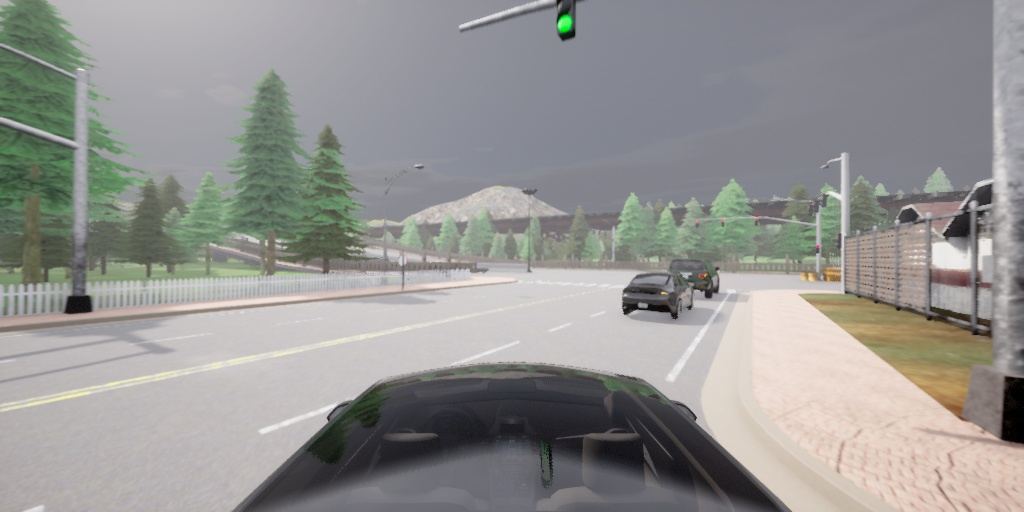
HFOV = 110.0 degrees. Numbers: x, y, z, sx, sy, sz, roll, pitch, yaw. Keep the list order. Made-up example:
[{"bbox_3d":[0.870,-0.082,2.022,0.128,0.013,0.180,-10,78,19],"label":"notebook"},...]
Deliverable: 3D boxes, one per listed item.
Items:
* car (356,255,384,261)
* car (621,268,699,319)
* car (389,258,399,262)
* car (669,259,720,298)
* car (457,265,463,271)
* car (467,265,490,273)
[{"bbox_3d":[-22.196,0.738,54.617,4.553,1.767,2.097,5,2,33],"label":"car"},{"bbox_3d":[5.646,1.377,13.669,1.837,1.490,4.892,0,0,35],"label":"car"},{"bbox_3d":[-19.498,1.035,57.053,5.357,1.411,2.033,5,2,33],"label":"car"},{"bbox_3d":[10.209,1.164,20.182,2.150,2.045,5.566,0,0,35],"label":"car"},{"bbox_3d":[-9.324,1.484,46.493,4.902,1.511,2.128,0,0,32],"label":"car"},{"bbox_3d":[-5.307,1.636,48.103,4.718,1.301,1.895,0,0,32],"label":"car"}]
